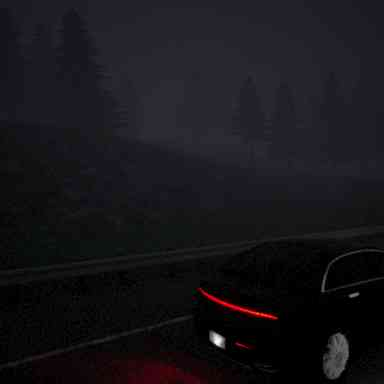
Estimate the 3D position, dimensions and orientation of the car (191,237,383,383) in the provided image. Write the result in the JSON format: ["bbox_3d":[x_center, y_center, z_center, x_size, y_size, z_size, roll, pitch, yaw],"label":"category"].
[{"bbox_3d":[2.267,1.504,5.368,4.892,1.490,1.837,0,0,-36],"label":"car"}]
